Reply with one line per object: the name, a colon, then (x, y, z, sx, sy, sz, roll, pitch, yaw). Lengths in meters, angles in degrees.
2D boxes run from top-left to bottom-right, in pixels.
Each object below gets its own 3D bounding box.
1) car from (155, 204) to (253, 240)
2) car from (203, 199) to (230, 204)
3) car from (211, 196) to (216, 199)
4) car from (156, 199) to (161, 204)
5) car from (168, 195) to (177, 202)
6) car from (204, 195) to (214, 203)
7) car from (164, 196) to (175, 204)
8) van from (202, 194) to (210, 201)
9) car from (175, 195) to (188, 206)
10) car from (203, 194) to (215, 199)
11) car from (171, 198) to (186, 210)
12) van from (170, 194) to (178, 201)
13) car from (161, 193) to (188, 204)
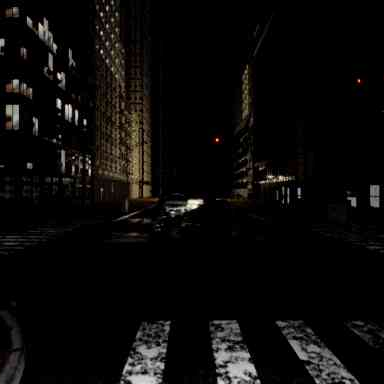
car: (0.589, 1.527, 16.684, 4.892, 1.490, 1.837, 0, 0, -3)
car: (1.528, 1.545, 26.435, 1.812, 1.442, 4.674, -1, 0, -16)
car: (3.797, 1.579, 41.815, 1.947, 1.339, 4.313, 0, 0, 0)
car: (-4.173, 1.592, 47.283, 1.802, 1.307, 4.206, 0, 0, 0)
car: (-4.377, 1.426, 74.921, 1.967, 1.590, 4.097, 0, 0, 0)
car: (3.544, 1.432, 69.452, 1.967, 1.590, 4.097, 0, 0, 0)
car: (-4.295, 1.563, 63.866, 1.947, 1.339, 4.313, 0, 0, 0)
van: (3.463, 1.321, 80.506, 1.690, 1.788, 3.998, 0, 0, 0)
car: (-1.750, 1.358, 55.120, 2.097, 1.767, 4.553, 0, 0, -1)
car: (3.585, 1.313, 63.923, 2.192, 1.841, 5.009, 0, 0, 0)
car: (-1.676, 1.538, 43.713, 1.812, 1.442, 4.674, 0, 0, 0)
van: (-4.417, 1.321, 80.448, 1.690, 1.788, 3.998, 0, 0, 0)
car: (-1.604, 1.239, 33.749, 2.150, 2.045, 5.566, 0, 0, 0)
